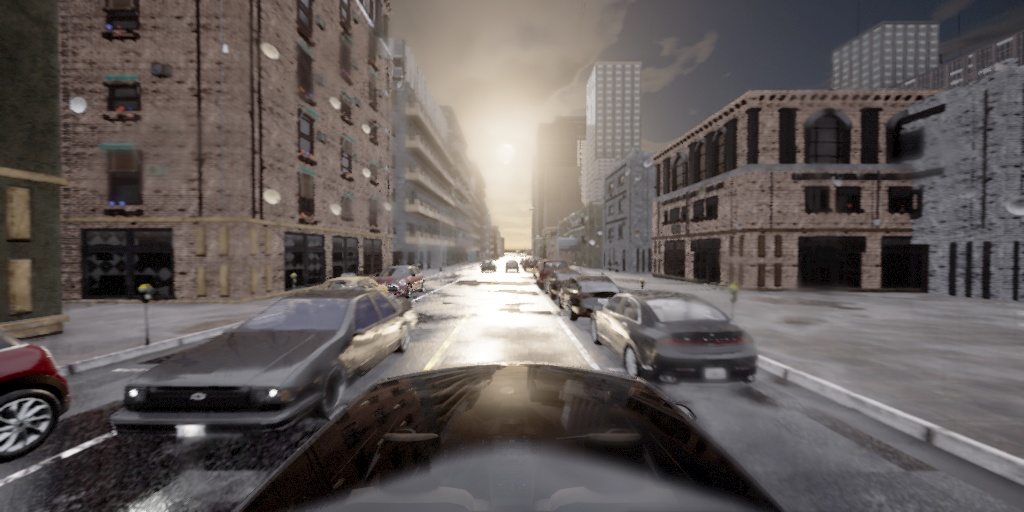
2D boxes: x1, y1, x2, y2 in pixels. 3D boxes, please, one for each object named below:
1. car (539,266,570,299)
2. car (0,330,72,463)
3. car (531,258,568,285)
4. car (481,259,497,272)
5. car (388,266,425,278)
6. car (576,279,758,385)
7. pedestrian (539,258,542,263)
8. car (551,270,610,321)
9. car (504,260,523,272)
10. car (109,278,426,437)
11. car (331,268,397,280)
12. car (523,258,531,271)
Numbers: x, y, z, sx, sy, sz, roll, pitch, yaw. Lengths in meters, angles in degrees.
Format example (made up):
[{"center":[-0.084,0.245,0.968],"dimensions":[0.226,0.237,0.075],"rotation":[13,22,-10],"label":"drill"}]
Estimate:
[{"center":[2.659,1.356,18.058],"dimensions":[1.948,1.339,4.313],"rotation":[0,0,0],"label":"car"},{"center":[-5.691,1.190,2.005],"dimensions":[1.967,1.591,4.097],"rotation":[0,0,0],"label":"car"},{"center":[2.659,1.118,23.637],"dimensions":[2.192,1.841,5.009],"rotation":[0,0,0],"label":"car"},{"center":[-3.073,1.457,47.702],"dimensions":[1.895,1.301,4.718],"rotation":[0,0,0],"label":"car"},{"center":[-5.688,1.230,18.009],"dimensions":[1.967,1.591,4.097],"rotation":[0,0,0],"label":"car"},{"center":[2.691,1.323,6.906],"dimensions":[2.007,1.370,4.403],"rotation":[0,0,0],"label":"car"},{"center":[3.005,1.130,37.871],"dimensions":[0.375,1.860,0.375],"rotation":[-1,1,0],"label":"pedestrian"},{"center":[2.658,1.343,12.478],"dimensions":[1.948,1.339,4.313],"rotation":[0,0,0],"label":"car"},{"center":[0.016,1.350,49.631],"dimensions":[2.128,1.511,4.902],"rotation":[0,0,0],"label":"car"},{"center":[-3.099,1.308,6.126],"dimensions":[2.033,1.411,5.357],"rotation":[0,0,0],"label":"car"},{"center":[-5.690,1.302,12.259],"dimensions":[1.751,1.417,4.829],"rotation":[0,0,0],"label":"car"},{"center":[2.663,1.179,51.537],"dimensions":[2.192,1.841,5.009],"rotation":[0,0,0],"label":"car"}]
